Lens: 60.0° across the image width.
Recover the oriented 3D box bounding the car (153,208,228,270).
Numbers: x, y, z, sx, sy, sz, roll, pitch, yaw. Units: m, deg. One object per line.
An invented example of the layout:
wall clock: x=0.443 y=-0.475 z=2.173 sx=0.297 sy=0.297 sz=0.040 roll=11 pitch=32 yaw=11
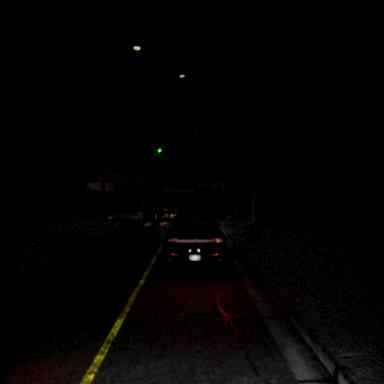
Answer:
car: x=0.081 y=1.501 z=11.096 sx=2.128 sy=1.511 sz=4.902 roll=0 pitch=0 yaw=0

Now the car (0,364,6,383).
car: x=-2.599 y=1.548 z=0.637 sx=2.033 sy=1.411 sz=5.357 roll=0 pitch=0 yaw=0

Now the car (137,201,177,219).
car: x=-2.820 y=1.526 z=27.304 sx=1.837 sy=1.490 sz=4.892 roll=2 pitch=-1 yaw=-32
